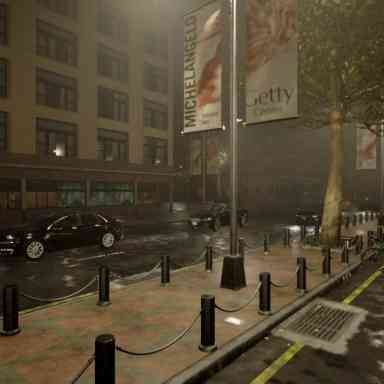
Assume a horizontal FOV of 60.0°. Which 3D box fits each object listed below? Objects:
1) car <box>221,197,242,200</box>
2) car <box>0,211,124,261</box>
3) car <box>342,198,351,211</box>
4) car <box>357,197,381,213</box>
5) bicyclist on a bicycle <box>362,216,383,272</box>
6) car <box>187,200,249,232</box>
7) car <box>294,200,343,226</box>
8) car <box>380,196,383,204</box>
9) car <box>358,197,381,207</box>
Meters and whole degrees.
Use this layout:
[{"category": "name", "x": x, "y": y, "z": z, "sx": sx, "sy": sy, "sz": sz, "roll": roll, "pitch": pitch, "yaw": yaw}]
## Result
[{"category": "car", "x": 5.469, "y": 1.504, "z": 50.311, "sx": 4.892, "sy": 1.490, "sz": 1.837, "roll": 0, "pitch": 0, "yaw": 38}, {"category": "car", "x": -4.861, "y": 1.505, "z": 12.552, "sx": 1.837, "sy": 1.490, "sz": 4.892, "roll": 0, "pitch": 0, "yaw": 40}, {"category": "car", "x": 17.320, "y": 1.477, "z": 39.436, "sx": 1.882, "sy": 1.535, "sz": 5.008, "roll": 0, "pitch": 0, "yaw": 40}, {"category": "car", "x": 19.941, "y": 1.564, "z": 37.112, "sx": 1.994, "sy": 1.385, "sz": 4.181, "roll": 0, "pitch": 0, "yaw": 40}, {"category": "bicyclist on a bicycle", "x": 5.558, "y": 1.453, "z": 9.125, "sx": 1.656, "sy": 1.620, "sz": 0.582, "roll": 0, "pitch": 0, "yaw": 39}, {"category": "car", "x": 1.705, "y": 1.492, "z": 20.468, "sx": 2.128, "sy": 1.511, "sz": 4.902, "roll": 0, "pitch": 0, "yaw": 40}, {"category": "car", "x": 8.931, "y": 1.504, "z": 23.772, "sx": 1.837, "sy": 1.490, "sz": 4.892, "roll": 0, "pitch": 0, "yaw": 40}, {"category": "car", "x": 38.036, "y": 1.540, "z": 64.378, "sx": 2.033, "sy": 1.411, "sz": 5.357, "roll": 0, "pitch": 0, "yaw": 40}, {"category": "car", "x": 27.897, "y": 1.547, "z": 52.242, "sx": 2.033, "sy": 1.411, "sz": 5.357, "roll": 0, "pitch": 0, "yaw": 40}]
